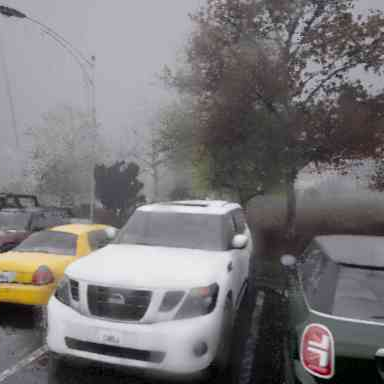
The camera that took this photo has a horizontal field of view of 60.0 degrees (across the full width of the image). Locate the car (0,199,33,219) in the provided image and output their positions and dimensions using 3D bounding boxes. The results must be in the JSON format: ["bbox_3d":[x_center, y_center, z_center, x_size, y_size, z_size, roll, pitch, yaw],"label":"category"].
[{"bbox_3d":[-4.999,1.242,9.624,2.185,1.767,4.553,2,0,14],"label":"car"}]

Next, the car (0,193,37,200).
[{"bbox_3d":[-7.454,1.061,11.248,2.435,2.045,5.566,2,0,14],"label":"car"}]

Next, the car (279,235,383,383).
[{"bbox_3d":[2.294,1.359,4.450,2.185,1.767,4.553,1,0,15],"label":"car"}]

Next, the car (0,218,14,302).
[{"bbox_3d":[-2.530,1.415,8.085,1.946,1.575,5.366,1,0,15],"label":"car"}]

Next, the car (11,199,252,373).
[{"bbox_3d":[-0.128,1.204,6.166,2.435,2.045,5.566,1,0,15],"label":"car"}]
